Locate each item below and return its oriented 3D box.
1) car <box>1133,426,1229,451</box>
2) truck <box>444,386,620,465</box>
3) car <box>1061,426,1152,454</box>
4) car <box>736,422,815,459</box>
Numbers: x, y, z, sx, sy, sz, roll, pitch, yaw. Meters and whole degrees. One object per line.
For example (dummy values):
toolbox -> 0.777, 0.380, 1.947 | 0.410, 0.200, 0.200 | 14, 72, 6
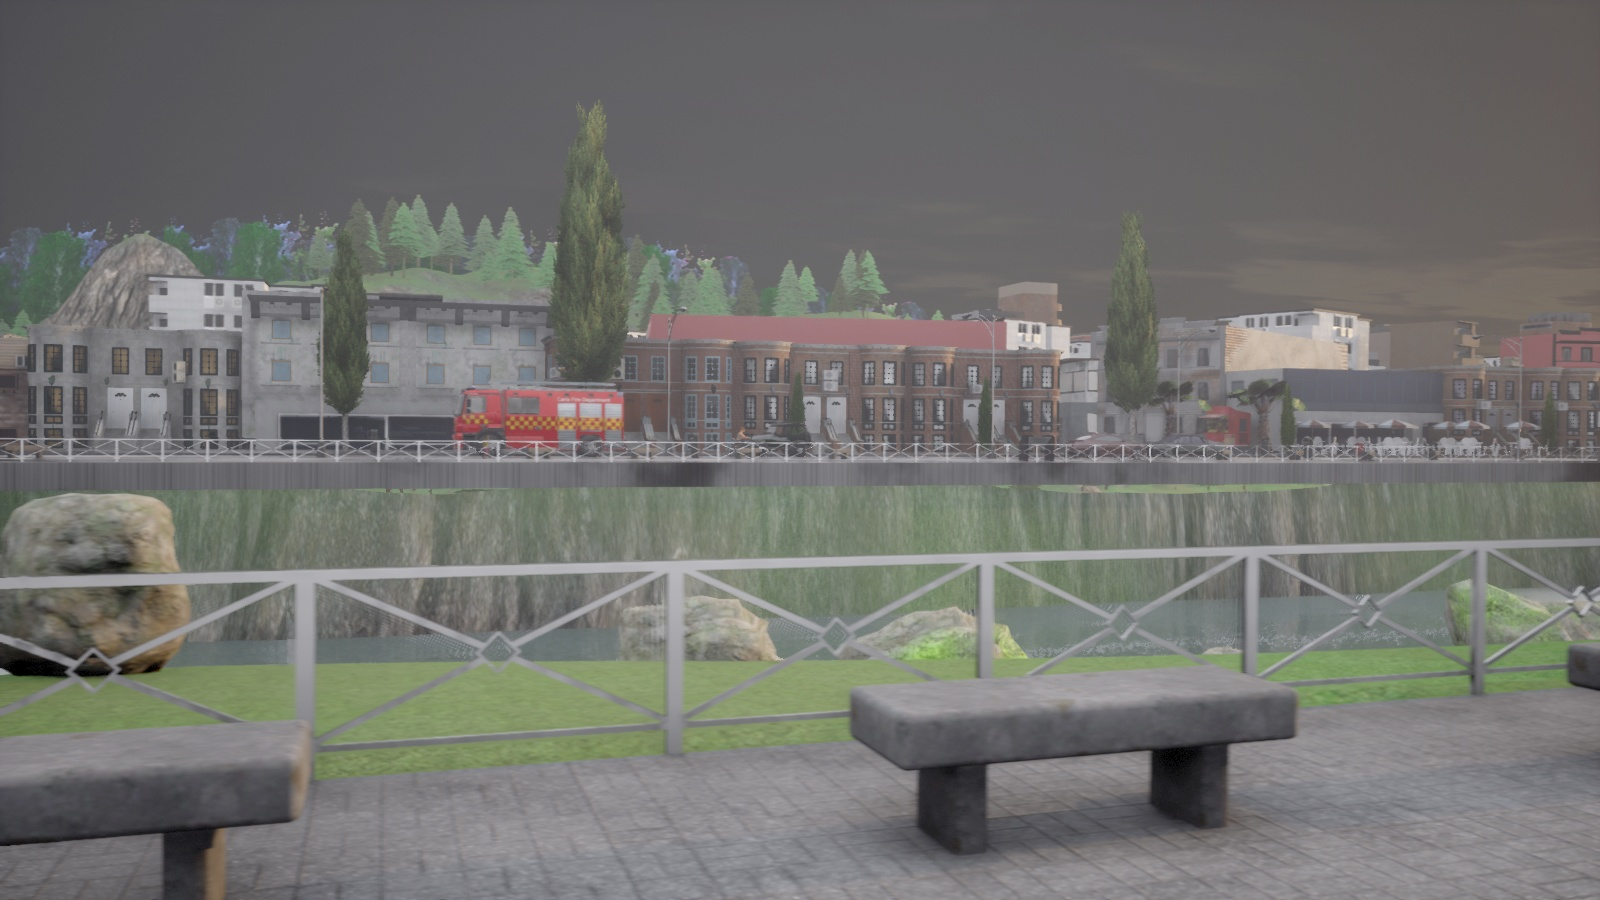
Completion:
car -> 23.109, -0.719, 76.243 | 5.357, 1.411, 2.033 | -1, 1, -18
truck -> -13.652, -1.269, 64.039 | 8.468, 3.827, 2.891 | -1, 1, -18
car -> 17.102, -0.562, 70.034 | 4.674, 1.442, 1.812 | -1, 1, -18
car -> -1.348, -0.530, 68.128 | 3.866, 1.878, 1.905 | -1, 1, -18
